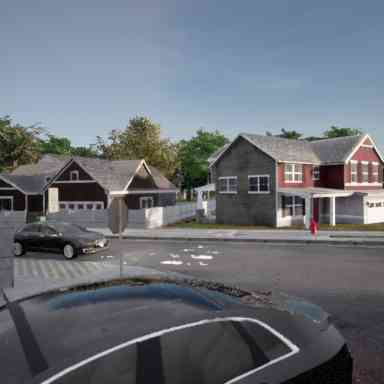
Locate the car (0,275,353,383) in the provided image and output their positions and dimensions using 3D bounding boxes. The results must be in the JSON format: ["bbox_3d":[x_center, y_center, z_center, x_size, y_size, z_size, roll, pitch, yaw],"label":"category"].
[{"bbox_3d":[-0.829,1.524,2.323,4.892,1.490,1.837,0,0,-34],"label":"car"}]

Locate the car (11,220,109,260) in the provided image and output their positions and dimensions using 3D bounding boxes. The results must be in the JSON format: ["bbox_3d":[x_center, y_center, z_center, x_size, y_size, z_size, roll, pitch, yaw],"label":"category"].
[{"bbox_3d":[-6.035,2.048,14.867,4.892,1.490,1.837,-2,0,22],"label":"car"}]
